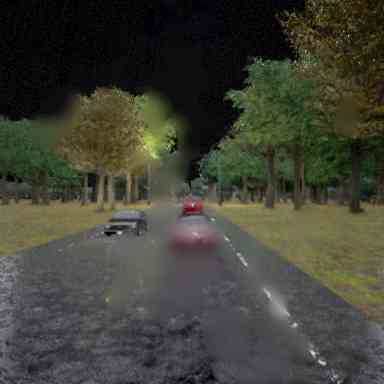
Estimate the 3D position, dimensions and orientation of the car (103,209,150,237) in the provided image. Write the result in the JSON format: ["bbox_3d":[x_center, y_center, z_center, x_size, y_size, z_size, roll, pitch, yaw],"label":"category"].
[{"bbox_3d":[-3.583,1.678,19.200,2.033,1.411,5.357,0,0,0],"label":"car"}]

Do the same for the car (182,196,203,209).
[{"bbox_3d":[0.073,1.496,36.948,2.150,2.045,5.566,0,0,0],"label":"car"}]

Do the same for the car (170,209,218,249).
[{"bbox_3d":[0.087,1.662,14.965,1.994,1.385,4.181,0,0,0],"label":"car"}]
